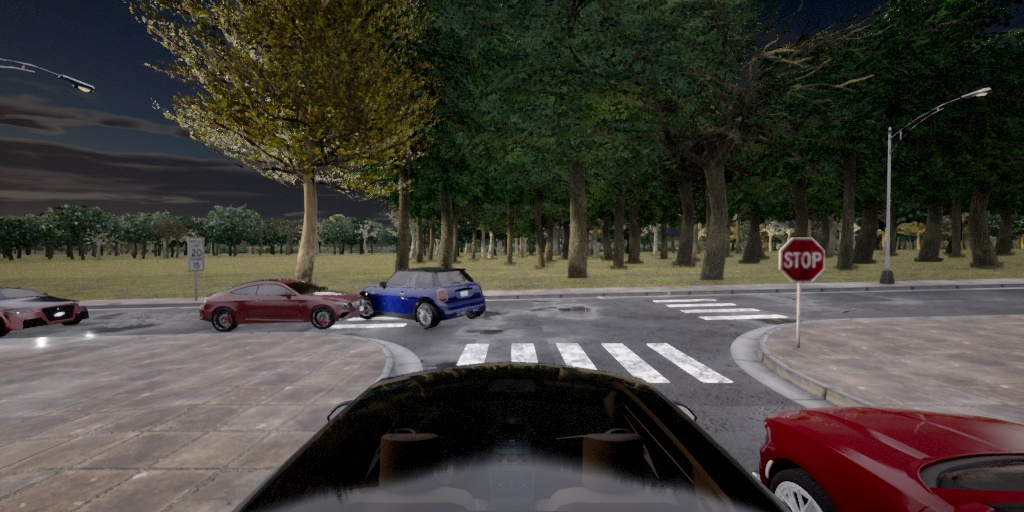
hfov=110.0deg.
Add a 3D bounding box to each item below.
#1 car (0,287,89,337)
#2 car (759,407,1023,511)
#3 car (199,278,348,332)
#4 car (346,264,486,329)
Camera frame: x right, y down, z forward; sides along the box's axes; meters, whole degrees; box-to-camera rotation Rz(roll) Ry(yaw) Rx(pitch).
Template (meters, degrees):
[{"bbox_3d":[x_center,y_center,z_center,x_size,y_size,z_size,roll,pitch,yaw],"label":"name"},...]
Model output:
[{"bbox_3d":[-16.148,1.690,11.198,4.181,1.385,1.994,-1,1,0],"label":"car"},{"bbox_3d":[2.636,1.295,0.768,1.888,1.381,4.507,0,0,0],"label":"car"},{"bbox_3d":[-7.037,1.431,11.202,4.674,1.442,1.812,-1,1,0],"label":"car"},{"bbox_3d":[-3.092,1.147,11.712,4.553,1.767,2.097,-1,1,37],"label":"car"}]
